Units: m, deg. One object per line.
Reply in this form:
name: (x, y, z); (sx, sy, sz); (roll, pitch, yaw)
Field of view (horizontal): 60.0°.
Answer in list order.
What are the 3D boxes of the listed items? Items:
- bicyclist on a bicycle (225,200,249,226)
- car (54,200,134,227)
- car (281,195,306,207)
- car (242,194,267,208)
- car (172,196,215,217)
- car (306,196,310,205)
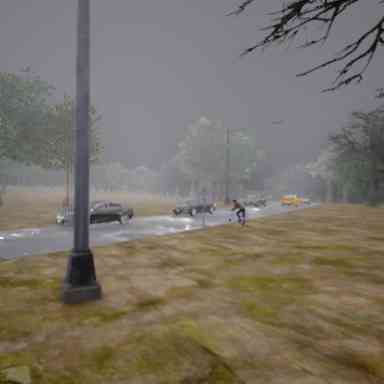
bicyclist on a bicycle: (2.761, 1.283, 20.380); (1.656, 1.620, 0.582); (0, 0, 36)
car: (-5.683, 1.270, 19.850); (2.128, 1.511, 4.902); (2, 2, 37)
car: (12.845, 1.077, 42.734); (1.882, 1.535, 5.008); (1, 1, 28)
car: (7.469, 1.034, 39.523); (1.837, 1.490, 4.892); (1, 1, 30)
car: (0.217, 1.156, 27.993); (1.837, 1.490, 4.892); (2, 2, 33)
car: (17.462, 1.274, 52.097); (1.895, 1.301, 4.718); (1, 0, 23)
